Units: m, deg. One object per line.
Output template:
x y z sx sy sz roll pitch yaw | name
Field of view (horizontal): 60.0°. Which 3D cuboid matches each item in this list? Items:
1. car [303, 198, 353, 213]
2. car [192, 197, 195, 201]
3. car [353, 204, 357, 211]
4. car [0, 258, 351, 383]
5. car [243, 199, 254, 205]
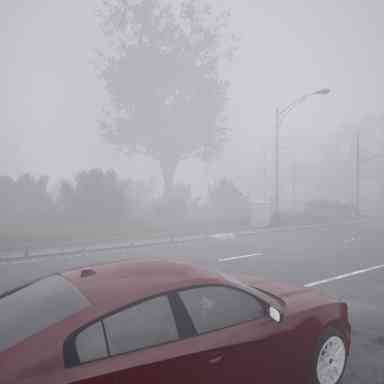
14.731 1.478 36.860 1.882 1.535 5.008 0 0 -30 | car
-0.588 1.459 67.009 1.994 1.385 4.181 0 0 -35 | car
17.251 1.526 39.555 1.812 1.442 4.674 0 0 -32 | car
-0.284 1.478 3.542 5.008 1.535 1.882 0 0 -35 | car
6.637 1.509 49.768 1.812 1.442 4.674 0 0 -33 | car
